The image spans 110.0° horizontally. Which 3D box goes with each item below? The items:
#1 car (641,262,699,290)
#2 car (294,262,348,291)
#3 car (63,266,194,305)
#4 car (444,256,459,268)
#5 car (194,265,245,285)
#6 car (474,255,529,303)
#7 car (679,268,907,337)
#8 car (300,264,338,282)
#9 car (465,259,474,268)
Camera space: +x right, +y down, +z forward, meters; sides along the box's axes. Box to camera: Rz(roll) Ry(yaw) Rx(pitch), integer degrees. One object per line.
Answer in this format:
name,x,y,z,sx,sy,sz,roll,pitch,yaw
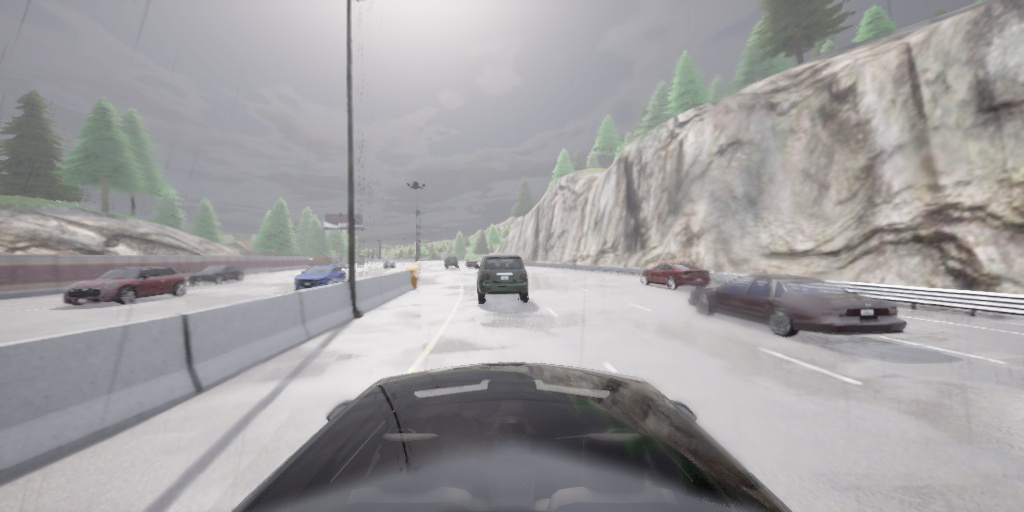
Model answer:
car,9.527,1.119,21.319,1.882,1.535,5.008,0,0,-8
car,-12.266,1.367,23.305,1.882,1.535,5.008,0,0,-9
car,-18.556,1.312,17.497,2.097,1.767,4.553,-1,0,-7
car,-10.669,1.091,62.941,2.150,2.045,5.566,-1,0,-14
car,-24.037,1.500,29.427,1.882,1.535,5.008,-1,0,-12
car,-0.570,0.977,17.037,2.150,2.045,5.566,0,0,-6
car,7.143,1.216,9.913,2.033,1.411,5.357,-1,0,-4
car,-17.650,1.515,33.012,1.994,1.385,4.181,-1,0,-13
car,-7.113,1.307,63.217,1.882,1.535,5.008,-1,0,-14
